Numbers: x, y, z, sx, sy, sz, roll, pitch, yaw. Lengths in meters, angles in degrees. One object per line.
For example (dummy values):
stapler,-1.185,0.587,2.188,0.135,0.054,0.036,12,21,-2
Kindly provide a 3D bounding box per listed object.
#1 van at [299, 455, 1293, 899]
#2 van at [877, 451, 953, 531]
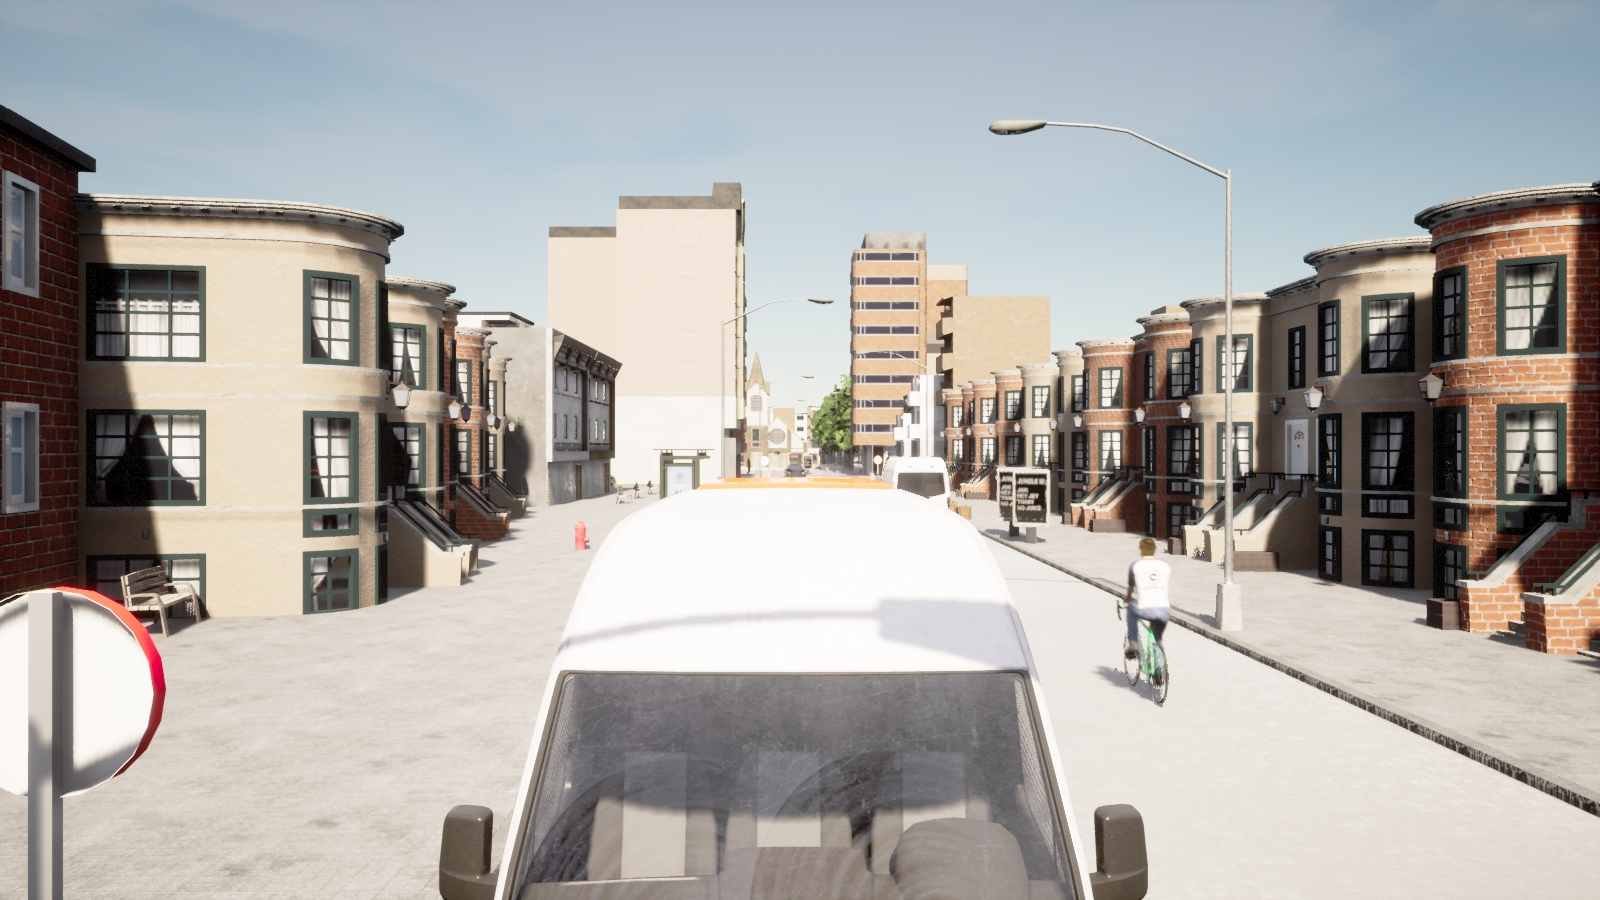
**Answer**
van,-0.019,1.314,5.243,1.988,2.561,5.915,0,0,0
van,3.877,1.315,39.486,1.988,2.561,5.915,0,0,0
